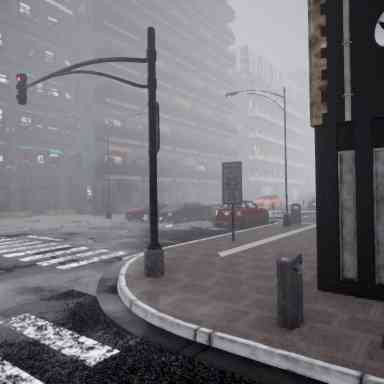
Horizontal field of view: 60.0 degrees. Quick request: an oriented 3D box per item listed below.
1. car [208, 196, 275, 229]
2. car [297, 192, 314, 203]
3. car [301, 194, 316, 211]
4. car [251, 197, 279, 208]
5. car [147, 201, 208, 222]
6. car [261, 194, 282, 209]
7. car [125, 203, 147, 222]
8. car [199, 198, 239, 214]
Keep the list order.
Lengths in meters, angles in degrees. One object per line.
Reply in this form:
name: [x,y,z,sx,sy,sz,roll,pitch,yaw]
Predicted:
car: [3.042,1.200,19.717,1.967,1.590,4.097,-1,0,36]
car: [19.503,0.930,56.772,2.192,1.841,5.009,-1,0,36]
car: [12.951,1.195,33.521,1.947,1.339,4.313,-1,0,36]
car: [9.509,1.310,43.031,1.947,1.339,4.313,-1,0,36]
car: [-0.581,1.404,24.775,2.033,1.411,5.357,-1,0,36]
car: [8.334,1.089,37.008,2.097,1.767,4.553,-1,0,36]
car: [-3.175,1.458,25.755,1.887,1.381,4.507,-1,0,36]
car: [2.843,1.383,33.870,2.008,1.369,4.403,-1,0,36]
